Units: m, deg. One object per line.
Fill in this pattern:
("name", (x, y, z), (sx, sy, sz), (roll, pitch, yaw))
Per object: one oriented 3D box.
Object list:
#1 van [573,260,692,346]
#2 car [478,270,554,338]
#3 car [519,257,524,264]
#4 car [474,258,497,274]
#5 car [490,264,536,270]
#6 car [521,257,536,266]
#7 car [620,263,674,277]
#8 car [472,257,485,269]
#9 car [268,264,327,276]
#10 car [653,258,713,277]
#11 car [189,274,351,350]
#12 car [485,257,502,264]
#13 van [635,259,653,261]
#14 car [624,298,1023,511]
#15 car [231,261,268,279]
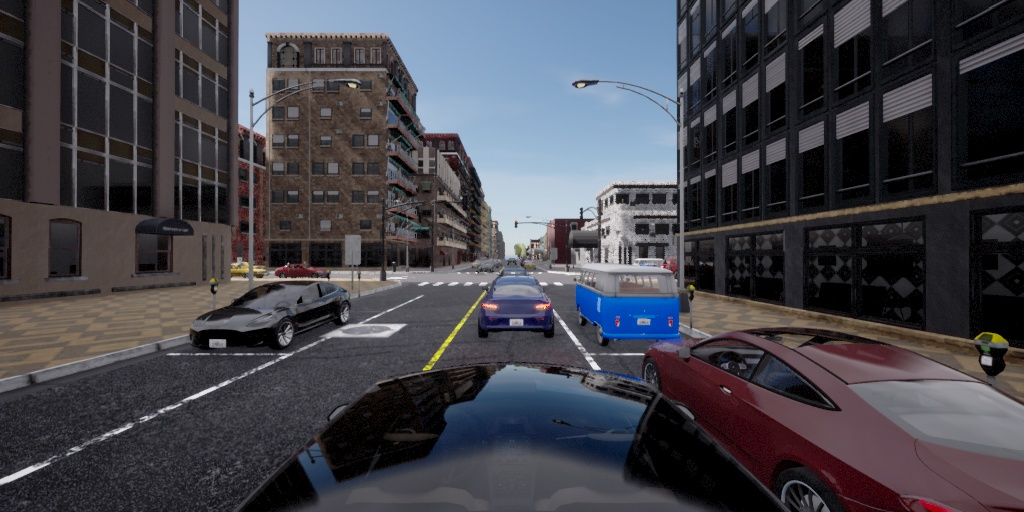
("van", (2.659, 1.092, 9.082), (1.690, 1.789, 3.998), (0, 0, 0))
("car", (0.103, 1.277, 10.082), (1.812, 1.442, 4.674), (0, 0, 0))
("car", (2.707, 1.382, 64.946), (1.802, 1.307, 4.207), (0, 0, 0))
("car", (-3.088, 1.286, 42.371), (1.837, 1.490, 4.892), (0, 0, 0))
("car", (0.097, 1.318, 18.534), (1.994, 1.385, 4.181), (0, 0, 0))
("car", (2.704, 1.311, 54.038), (1.751, 1.417, 4.829), (0, 0, 0))
("car", (13.412, 1.418, 35.773), (4.718, 1.301, 1.895), (0, 0, 1))
("car", (-5.676, 1.318, 59.238), (1.751, 1.417, 4.829), (0, 0, 0))
("car", (-17.460, 1.284, 29.894), (4.207, 1.307, 1.802), (0, 0, 0))
("car", (14.927, 1.107, 29.963), (5.009, 1.841, 2.192), (0, 0, 0))
("car", (-5.688, 1.317, 9.109), (1.948, 1.339, 4.313), (0, 0, 0))
("car", (-3.072, 1.285, 59.440), (2.128, 1.511, 4.902), (0, 0, 0))
("van", (14.906, 1.175, 38.343), (3.998, 1.789, 1.690), (0, 0, 0))
("car", (2.658, 1.332, 3.392), (1.802, 1.307, 4.207), (0, 0, 0))
("car", (-22.952, 1.216, 29.882), (4.829, 1.417, 1.751), (0, 0, 0))
